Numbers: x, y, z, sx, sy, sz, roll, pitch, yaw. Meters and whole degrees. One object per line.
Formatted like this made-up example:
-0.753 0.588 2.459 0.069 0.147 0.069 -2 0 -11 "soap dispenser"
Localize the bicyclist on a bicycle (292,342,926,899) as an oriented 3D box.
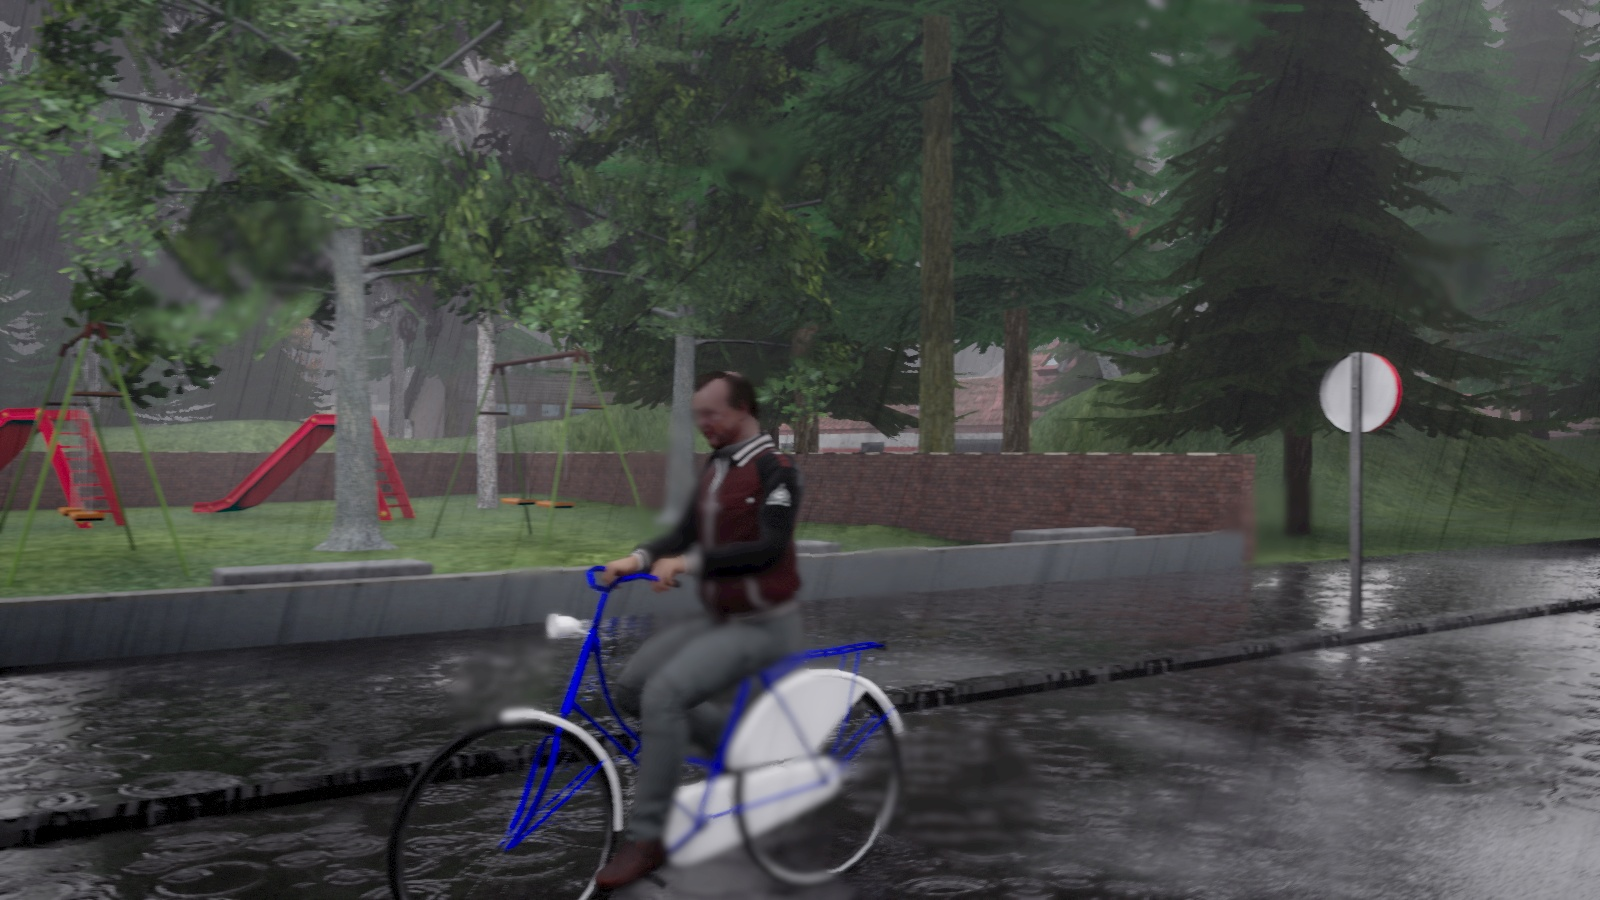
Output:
-0.528 0.626 3.902 1.843 1.776 0.659 0 0 -35 "bicyclist on a bicycle"
